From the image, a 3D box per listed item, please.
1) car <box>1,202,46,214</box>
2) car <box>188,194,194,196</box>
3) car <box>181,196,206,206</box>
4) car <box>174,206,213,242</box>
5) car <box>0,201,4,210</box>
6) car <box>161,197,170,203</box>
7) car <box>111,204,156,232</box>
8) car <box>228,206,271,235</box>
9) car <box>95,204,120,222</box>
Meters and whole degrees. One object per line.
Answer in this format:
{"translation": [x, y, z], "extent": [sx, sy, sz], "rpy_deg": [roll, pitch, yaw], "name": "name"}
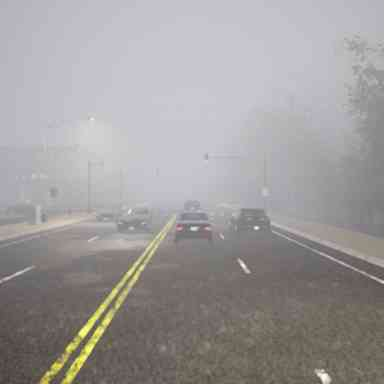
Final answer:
{"translation": [-20.041, 2.026, 40.245], "extent": [4.313, 1.339, 1.947], "rpy_deg": [-1, 1, 0], "name": "car"}
{"translation": [-0.202, 1.665, 90.756], "extent": [2.150, 2.045, 5.566], "rpy_deg": [0, 0, 0], "name": "car"}
{"translation": [0.031, 1.520, 32.979], "extent": [2.097, 1.767, 4.553], "rpy_deg": [0, 0, 0], "name": "car"}
{"translation": [0.063, 1.633, 16.762], "extent": [2.033, 1.411, 5.357], "rpy_deg": [0, 0, 0], "name": "car"}
{"translation": [-28.392, 2.067, 48.738], "extent": [4.403, 1.369, 2.008], "rpy_deg": [-1, 1, 0], "name": "car"}
{"translation": [-6.685, 1.946, 84.688], "extent": [2.128, 1.511, 4.902], "rpy_deg": [0, 0, 0], "name": "car"}
{"translation": [-3.377, 1.657, 21.229], "extent": [2.033, 1.411, 5.357], "rpy_deg": [0, 0, 0], "name": "car"}
{"translation": [3.311, 1.603, 19.541], "extent": [1.837, 1.490, 4.892], "rpy_deg": [0, 0, 0], "name": "car"}
{"translation": [-6.595, 1.693, 28.227], "extent": [2.033, 1.411, 5.357], "rpy_deg": [0, 0, 0], "name": "car"}
